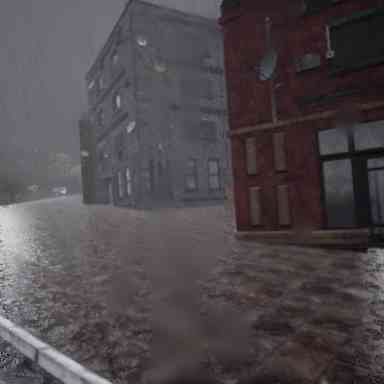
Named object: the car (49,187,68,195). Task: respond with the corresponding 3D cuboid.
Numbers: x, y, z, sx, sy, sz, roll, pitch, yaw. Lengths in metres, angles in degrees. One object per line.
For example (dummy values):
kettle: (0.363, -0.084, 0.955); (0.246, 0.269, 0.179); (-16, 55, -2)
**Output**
car: (-27.972, -0.028, 69.762); (2.150, 2.045, 5.566); (-5, 3, 2)
